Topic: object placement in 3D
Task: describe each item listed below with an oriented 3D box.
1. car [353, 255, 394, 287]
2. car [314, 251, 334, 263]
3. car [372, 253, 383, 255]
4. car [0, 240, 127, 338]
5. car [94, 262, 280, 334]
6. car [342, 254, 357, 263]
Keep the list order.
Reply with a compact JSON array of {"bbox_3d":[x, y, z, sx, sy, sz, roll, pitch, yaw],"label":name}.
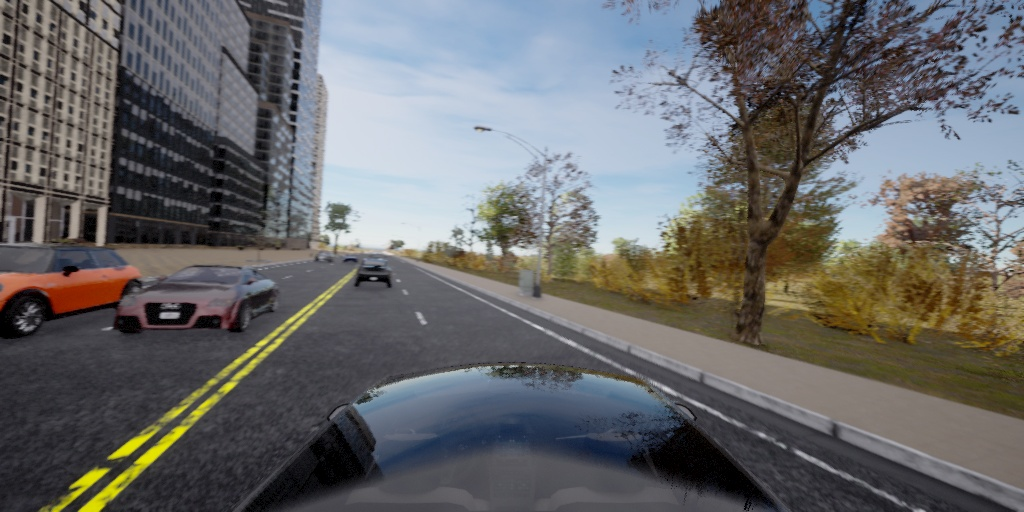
[{"bbox_3d":[-8.056,0.906,21.034,1.837,1.490,4.892,4,-1,-20],"label":"car"},{"bbox_3d":[-24.956,0.054,47.804,2.128,1.511,4.902,4,0,-20],"label":"car"},{"bbox_3d":[-17.298,0.382,46.183,2.097,1.767,4.553,4,-1,-20],"label":"car"},{"bbox_3d":[-10.182,0.506,7.471,2.097,1.767,4.553,4,-1,-20],"label":"car"},{"bbox_3d":[-7.199,0.917,8.718,1.994,1.385,4.181,4,-1,-20],"label":"car"},{"bbox_3d":[-21.887,0.365,48.841,1.895,1.301,4.718,4,-1,-20],"label":"car"}]
